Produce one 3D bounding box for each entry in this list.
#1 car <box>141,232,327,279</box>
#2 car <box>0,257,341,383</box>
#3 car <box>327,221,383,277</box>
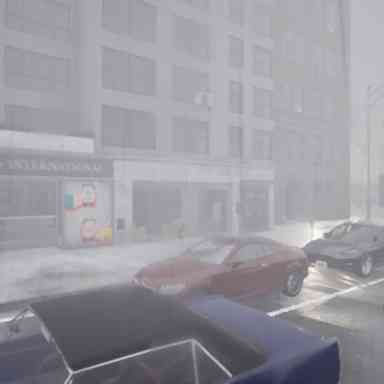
[{"bbox_3d":[0.788,1.593,7.091,4.206,1.307,1.802,0,0,-35],"label":"car"},{"bbox_3d":[-0.981,1.602,2.555,4.718,1.301,1.895,0,0,-35],"label":"car"},{"bbox_3d":[5.289,1.589,10.296,4.313,1.339,1.947,0,0,-35],"label":"car"}]
